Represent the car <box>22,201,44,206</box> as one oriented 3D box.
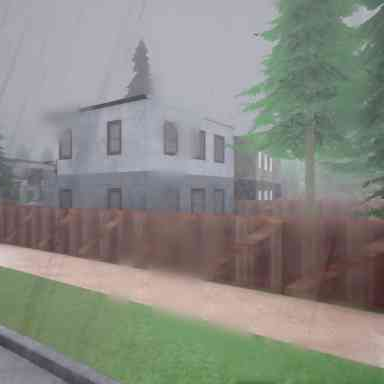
[{"bbox_3d":[-14.421,1.528,31.146,2.033,1.411,5.357,0,0,26],"label":"car"}]
